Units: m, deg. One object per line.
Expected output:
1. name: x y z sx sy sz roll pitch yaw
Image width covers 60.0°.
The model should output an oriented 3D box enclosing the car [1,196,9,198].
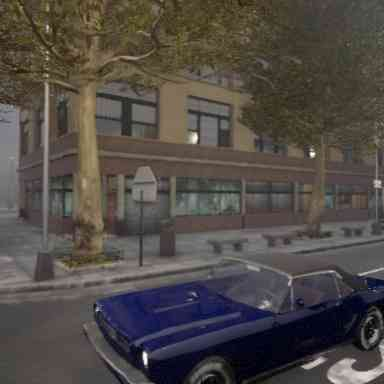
1. car: -40.462 1.390 68.885 4.674 1.452 2.002 1 0 -36

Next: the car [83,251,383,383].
1. car: 0.982 1.637 4.817 4.718 1.301 1.895 1 0 -33
